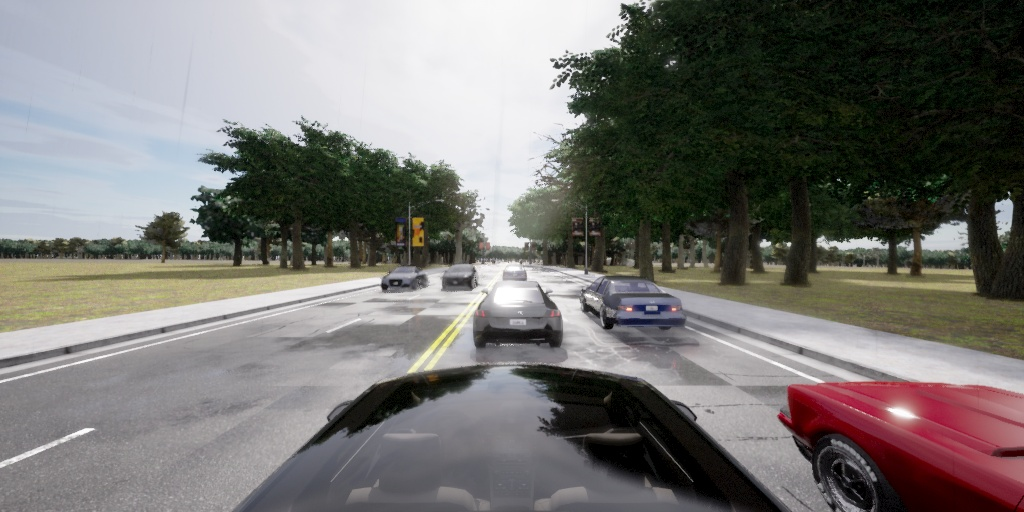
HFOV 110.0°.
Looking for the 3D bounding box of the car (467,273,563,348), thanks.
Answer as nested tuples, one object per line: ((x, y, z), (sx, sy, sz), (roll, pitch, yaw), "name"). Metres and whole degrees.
((0.133, 1.319, 9.286), (1.994, 1.385, 4.181), (0, 0, 0), "car")

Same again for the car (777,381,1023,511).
((3.348, 1.350, 1.109), (1.895, 1.301, 4.718), (0, 0, 0), "car")

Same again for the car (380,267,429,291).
((-6.511, 1.351, 22.079), (1.994, 1.385, 4.181), (0, 0, 0), "car")

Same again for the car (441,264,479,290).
((-3.255, 1.268, 23.185), (1.882, 1.535, 5.008), (0, 0, 0), "car")

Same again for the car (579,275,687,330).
((3.386, 1.306, 11.123), (2.033, 1.411, 5.357), (0, 0, 1), "car")

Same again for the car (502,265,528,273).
((0.210, 1.349, 27.094), (2.033, 1.411, 5.357), (0, 0, 1), "car")
